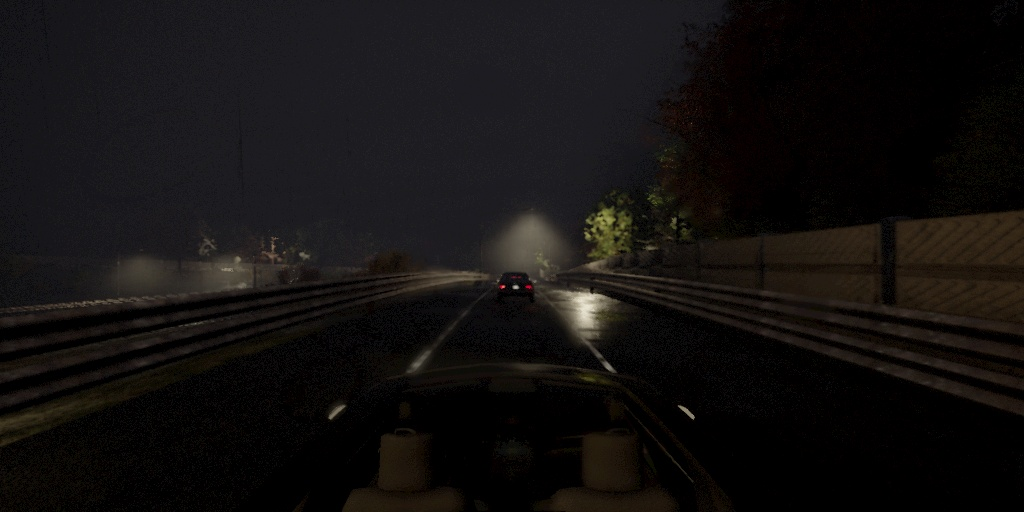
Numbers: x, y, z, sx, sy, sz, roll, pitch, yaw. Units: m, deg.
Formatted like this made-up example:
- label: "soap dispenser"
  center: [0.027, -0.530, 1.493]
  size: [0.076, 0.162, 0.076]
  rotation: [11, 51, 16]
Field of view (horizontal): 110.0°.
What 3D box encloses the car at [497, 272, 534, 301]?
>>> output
- label: "car"
  center: [0.173, 1.533, 18.726]
  size: [2.033, 1.411, 5.357]
  rotation: [0, -2, 0]
